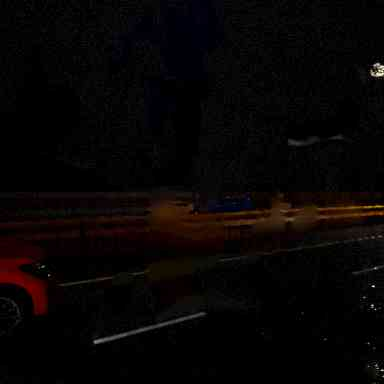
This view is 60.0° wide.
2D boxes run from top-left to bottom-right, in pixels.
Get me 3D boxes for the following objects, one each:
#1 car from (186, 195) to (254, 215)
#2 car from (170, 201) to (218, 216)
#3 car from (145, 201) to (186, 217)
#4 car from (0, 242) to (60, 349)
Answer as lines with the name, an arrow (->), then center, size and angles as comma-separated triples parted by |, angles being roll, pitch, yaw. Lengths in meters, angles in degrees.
car -> 2.600, 1.279, 27.166 | 5.566, 2.045, 2.150 | 0, 0, -34
car -> 0.258, 1.671, 34.041 | 4.718, 1.301, 1.895 | 0, 0, -34
car -> -1.631, 1.536, 28.510 | 5.008, 1.535, 1.882 | 0, 0, -35
car -> -4.807, 1.229, 4.486 | 5.566, 2.045, 2.150 | 0, 0, -37
